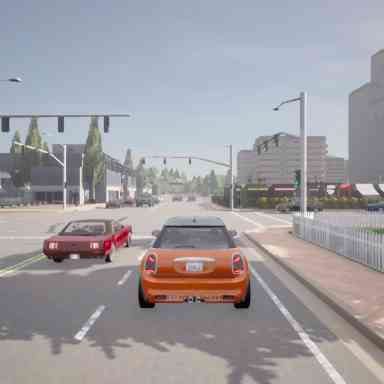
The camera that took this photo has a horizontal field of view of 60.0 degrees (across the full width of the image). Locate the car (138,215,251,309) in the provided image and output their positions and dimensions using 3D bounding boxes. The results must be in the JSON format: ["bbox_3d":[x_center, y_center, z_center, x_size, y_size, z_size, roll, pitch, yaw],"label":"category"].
[{"bbox_3d":[0.059,1.352,8.056,2.097,1.767,4.553,0,0,0],"label":"car"}]

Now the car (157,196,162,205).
[{"bbox_3d":[-7.111,1.564,60.520,1.994,1.385,4.181,0,0,0],"label":"car"}]

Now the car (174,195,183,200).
[{"bbox_3d":[-3.557,1.425,87.663,1.994,1.385,4.181,0,0,0],"label":"car"}]

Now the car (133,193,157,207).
[{"bbox_3d":[-7.129,1.221,51.114,2.150,2.045,5.566,0,0,1],"label":"car"}]

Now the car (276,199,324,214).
[{"bbox_3d":[11.249,1.491,34.718,4.902,1.511,2.128,0,0,-2],"label":"car"}]

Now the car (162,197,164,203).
[{"bbox_3d":[-7.046,1.524,70.845,1.812,1.442,4.674,0,0,0],"label":"car"}]

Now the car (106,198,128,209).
[{"bbox_3d":[-10.628,1.564,46.287,1.994,1.385,4.181,0,0,0],"label":"car"}]

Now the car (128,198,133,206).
[{"bbox_3d":[-10.622,1.601,55.049,1.895,1.301,4.718,0,0,0],"label":"car"}]

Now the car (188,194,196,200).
[{"bbox_3d":[-0.057,1.398,87.667,2.128,1.511,4.902,0,0,0],"label":"car"}]

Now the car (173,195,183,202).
[{"bbox_3d":[-3.551,1.513,77.708,1.812,1.442,4.674,0,0,0],"label":"car"}]

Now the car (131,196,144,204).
[{"bbox_3d":[-10.588,1.564,64.997,1.994,1.385,4.181,0,0,0],"label":"car"}]

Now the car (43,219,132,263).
[{"bbox_3d":[-3.424,1.601,11.949,1.895,1.301,4.718,0,0,0],"label":"car"}]

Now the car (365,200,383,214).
[{"bbox_3d":[20.893,1.478,34.962,5.008,1.535,1.882,0,0,-2],"label":"car"}]

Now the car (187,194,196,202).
[{"bbox_3d":[-0.051,1.531,77.391,2.033,1.411,5.357,0,0,0],"label":"car"}]
